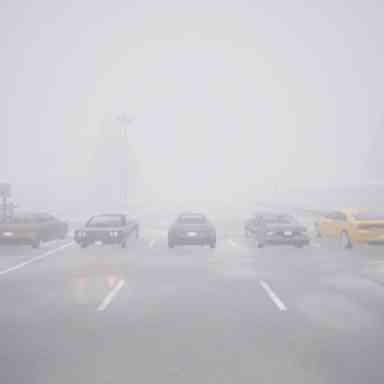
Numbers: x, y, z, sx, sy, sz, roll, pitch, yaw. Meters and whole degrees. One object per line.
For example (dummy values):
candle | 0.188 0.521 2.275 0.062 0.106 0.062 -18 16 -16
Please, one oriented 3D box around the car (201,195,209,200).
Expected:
car | 3.500 1.427 91.874 2.033 1.411 5.357 0 0 0

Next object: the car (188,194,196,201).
car | 0.000 1.469 82.283 1.837 1.490 4.892 0 0 0

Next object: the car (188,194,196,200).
car | 0.000 1.412 91.874 2.128 1.511 4.902 0 0 0

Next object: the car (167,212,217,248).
car | 0.000 1.569 14.650 1.994 1.385 4.181 0 0 0

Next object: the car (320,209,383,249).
car | 7.000 1.482 14.650 1.882 1.535 5.008 0 0 0

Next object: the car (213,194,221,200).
car | 7.000 1.389 92.707 1.882 1.535 5.008 0 0 0

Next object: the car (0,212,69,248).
car | -7.000 1.569 14.650 1.994 1.385 4.181 0 0 0

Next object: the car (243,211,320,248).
car | 3.500 1.560 14.650 2.033 1.411 5.357 0 0 0

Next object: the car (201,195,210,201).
car | 3.500 1.446 82.283 1.882 1.535 5.008 0 0 0

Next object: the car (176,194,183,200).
car | -3.500 1.411 92.707 1.837 1.490 4.892 0 0 0

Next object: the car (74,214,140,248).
car | -3.500 1.613 14.680 1.895 1.301 4.718 0 0 0

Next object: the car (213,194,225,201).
car | 7.000 1.493 82.283 1.812 1.442 4.674 0 0 0

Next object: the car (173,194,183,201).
car | -3.500 1.477 78.982 1.895 1.301 4.718 0 0 0
